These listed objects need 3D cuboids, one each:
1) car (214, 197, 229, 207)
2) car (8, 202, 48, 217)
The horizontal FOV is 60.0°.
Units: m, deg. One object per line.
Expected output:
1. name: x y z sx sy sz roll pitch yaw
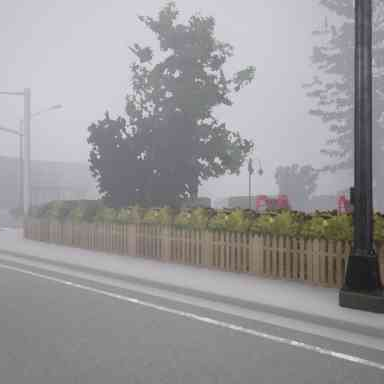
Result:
1. car: 5.302 1.491 51.160 2.128 1.511 4.902 0 0 36
2. car: -13.989 1.601 30.301 1.895 1.301 4.718 0 0 35
